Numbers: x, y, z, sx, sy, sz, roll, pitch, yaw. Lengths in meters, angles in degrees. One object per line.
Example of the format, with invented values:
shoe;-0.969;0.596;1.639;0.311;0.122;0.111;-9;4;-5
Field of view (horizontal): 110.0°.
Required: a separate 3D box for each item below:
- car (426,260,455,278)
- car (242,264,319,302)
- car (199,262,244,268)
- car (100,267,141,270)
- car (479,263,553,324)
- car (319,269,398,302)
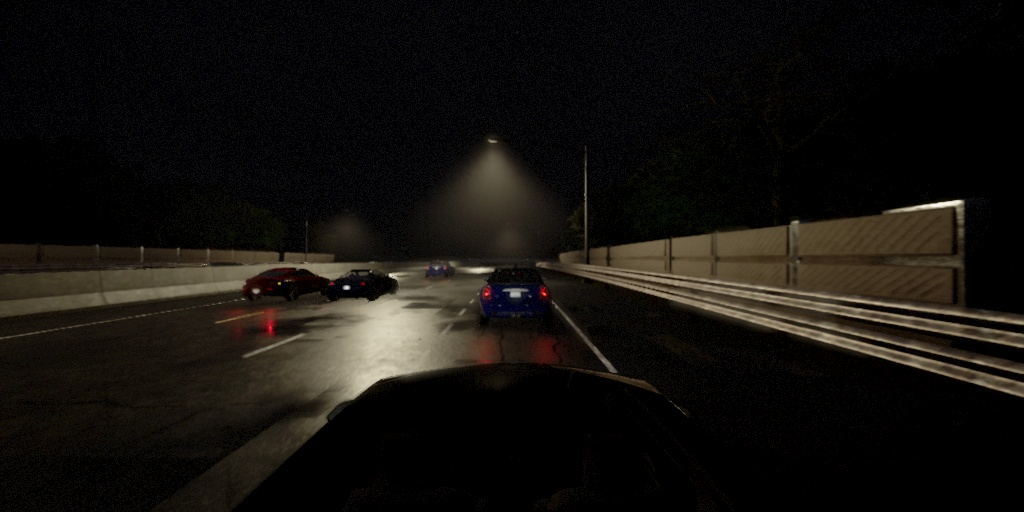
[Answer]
car;-6.894;1.192;34.803;2.097;1.767;4.553;0;-1;0
car;-10.384;1.259;16.870;1.812;1.442;4.674;0;0;0
car;-28.084;1.346;34.824;1.837;1.490;4.892;0;-1;0
car;-24.594;1.351;22.111;1.895;1.301;4.718;0;0;0
car;0.102;1.080;11.972;2.097;1.767;4.553;0;0;0
car;-6.897;1.297;16.963;1.994;1.385;4.181;0;0;0
